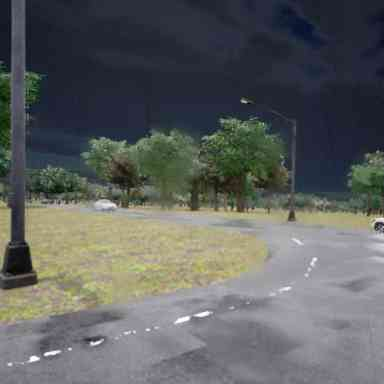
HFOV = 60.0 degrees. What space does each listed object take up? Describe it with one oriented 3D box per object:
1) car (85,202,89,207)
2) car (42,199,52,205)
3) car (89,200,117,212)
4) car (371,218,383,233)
[{"bbox_3d":[-19.884,2.429,66.401,1.994,1.385,4.181,4,-3,-35],"label":"car"},{"bbox_3d":[-37.052,2.536,84.793,2.033,1.411,5.357,4,-3,-33],"label":"car"},{"bbox_3d":[-10.814,1.704,41.218,1.812,1.442,4.674,4,-3,-35],"label":"car"},{"bbox_3d":[12.997,1.820,19.353,1.812,1.442,4.674,4,-2,-35],"label":"car"}]
